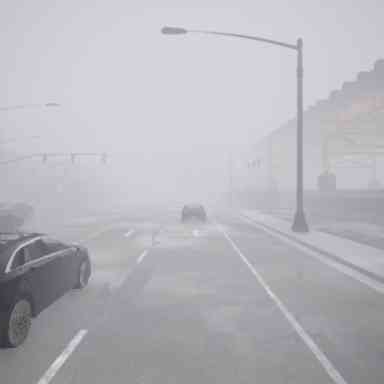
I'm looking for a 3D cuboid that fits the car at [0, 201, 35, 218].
[{"bbox_3d":[-13.983,1.503,25.641,1.882,1.535,5.008,0,0,0],"label":"car"}]

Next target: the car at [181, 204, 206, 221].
[{"bbox_3d":[0.118,1.629,27.272,1.895,1.301,4.718,0,0,0],"label":"car"}]

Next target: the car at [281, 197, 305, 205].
[{"bbox_3d":[16.005,1.351,52.542,1.853,1.218,4.536,0,0,44],"label":"car"}]

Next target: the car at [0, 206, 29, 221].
[{"bbox_3d":[-10.521,1.618,16.776,1.895,1.301,4.718,0,0,1],"label":"car"}]

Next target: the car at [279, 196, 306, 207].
[{"bbox_3d":[15.969,1.509,52.504,2.038,1.542,4.974,0,0,44],"label":"car"}]

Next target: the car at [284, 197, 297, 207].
[{"bbox_3d":[16.008,1.347,47.855,1.853,1.218,4.536,0,0,-36],"label":"car"}]

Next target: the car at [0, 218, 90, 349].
[{"bbox_3d":[-3.396,1.498,6.232,2.128,1.511,4.902,0,0,0],"label":"car"}]
